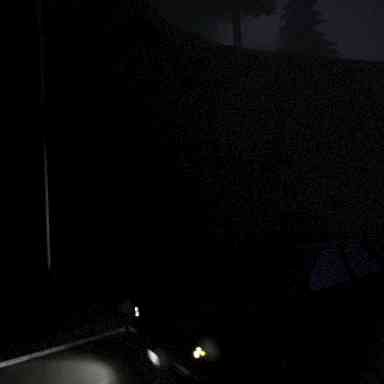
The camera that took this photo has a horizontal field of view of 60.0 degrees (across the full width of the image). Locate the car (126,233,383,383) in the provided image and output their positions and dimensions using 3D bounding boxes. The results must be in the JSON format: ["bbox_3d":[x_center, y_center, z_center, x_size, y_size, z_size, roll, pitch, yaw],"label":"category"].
[{"bbox_3d":[1.732,1.421,5.311,5.357,1.411,2.033,-2,1,-35],"label":"car"}]
